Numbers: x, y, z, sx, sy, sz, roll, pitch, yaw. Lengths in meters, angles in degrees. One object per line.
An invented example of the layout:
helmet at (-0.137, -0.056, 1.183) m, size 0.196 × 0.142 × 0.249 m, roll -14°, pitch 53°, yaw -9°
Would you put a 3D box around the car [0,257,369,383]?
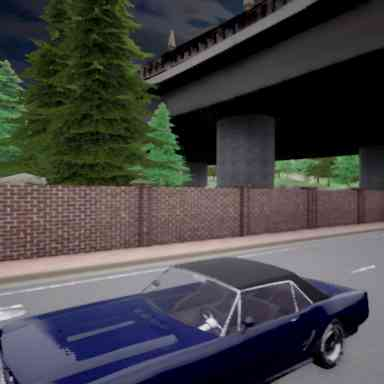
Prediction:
car at (0.196, 1.617, 4.160) m, size 4.718 × 1.301 × 1.895 m, roll 0°, pitch 0°, yaw -37°
